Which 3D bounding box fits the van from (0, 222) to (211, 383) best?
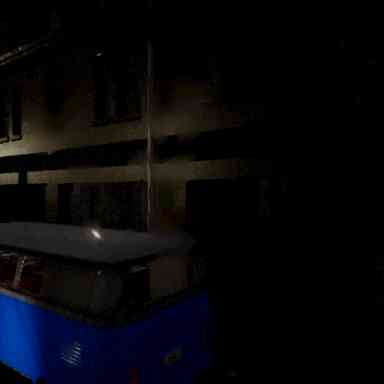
[{"bbox_3d":[-1.689,1.344,4.281,3.998,1.788,1.690,0,0,35],"label":"van"}]
